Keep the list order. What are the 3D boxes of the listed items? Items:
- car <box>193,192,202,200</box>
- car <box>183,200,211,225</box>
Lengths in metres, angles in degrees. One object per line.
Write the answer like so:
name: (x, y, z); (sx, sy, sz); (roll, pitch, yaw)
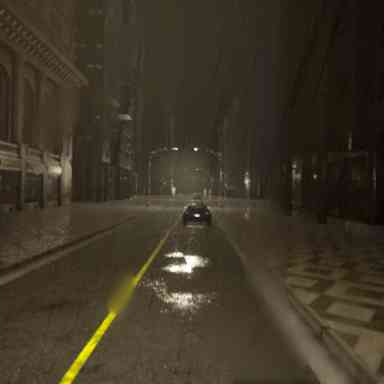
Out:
car: (1.338, 1.126, 83.184); (2.150, 2.045, 5.566); (1, 0, 1)
car: (0.376, 1.551, 24.442); (1.994, 1.385, 4.181); (1, 0, 1)
